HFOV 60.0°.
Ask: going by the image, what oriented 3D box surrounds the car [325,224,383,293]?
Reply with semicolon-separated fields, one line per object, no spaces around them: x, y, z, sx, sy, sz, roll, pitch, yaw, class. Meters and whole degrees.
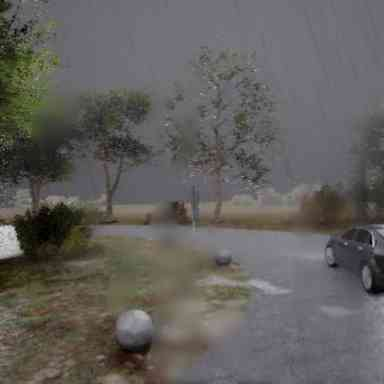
5.176;1.643;9.161;1.837;1.490;4.892;0;-2;6;car
